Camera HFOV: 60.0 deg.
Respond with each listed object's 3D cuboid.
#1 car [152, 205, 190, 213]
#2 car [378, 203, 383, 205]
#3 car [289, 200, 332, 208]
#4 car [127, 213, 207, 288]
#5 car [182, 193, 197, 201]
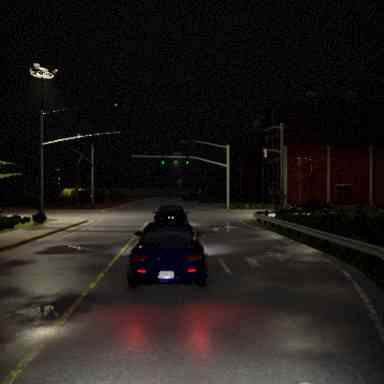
[{"bbox_3d":[-1.201,1.505,19.072,1.837,1.490,4.892,0,0,-3],"label":"car"},{"bbox_3d":[22.954,1.502,36.447,5.008,1.535,1.882,0,0,-2],"label":"car"},{"bbox_3d":[12.861,1.549,36.054,4.674,1.442,1.812,0,0,-3],"label":"car"},{"bbox_3d":[-0.634,1.525,9.112,1.812,1.442,4.674,0,0,-3],"label":"car"},{"bbox_3d":[-0.534,1.136,81.596,3.866,1.878,1.905,-3,4,44],"label":"car"}]
